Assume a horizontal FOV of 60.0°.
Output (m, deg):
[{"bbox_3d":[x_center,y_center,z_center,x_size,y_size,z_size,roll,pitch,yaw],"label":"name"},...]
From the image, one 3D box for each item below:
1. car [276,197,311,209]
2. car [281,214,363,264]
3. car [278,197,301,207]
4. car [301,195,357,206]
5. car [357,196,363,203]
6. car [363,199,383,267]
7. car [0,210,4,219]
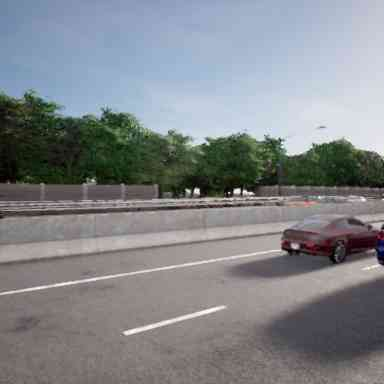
[{"bbox_3d":[13.347,1.355,43.617,4.674,1.442,1.812,0,0,-35],"label":"car"},{"bbox_3d":[5.075,1.494,11.673,4.674,1.442,1.812,0,0,-36],"label":"car"},{"bbox_3d":[11.162,1.229,33.460,4.553,1.767,2.097,0,0,-35],"label":"car"},{"bbox_3d":[12.423,1.235,30.065,4.553,1.767,2.097,0,0,-35],"label":"car"},{"bbox_3d":[22.145,1.321,45.580,4.674,1.442,1.812,0,0,-35],"label":"car"},{"bbox_3d":[7.112,1.190,8.828,5.566,2.045,2.150,0,0,-36],"label":"car"},{"bbox_3d":[-14.012,1.505,19.793,4.892,1.490,1.837,0,0,-36],"label":"car"}]
